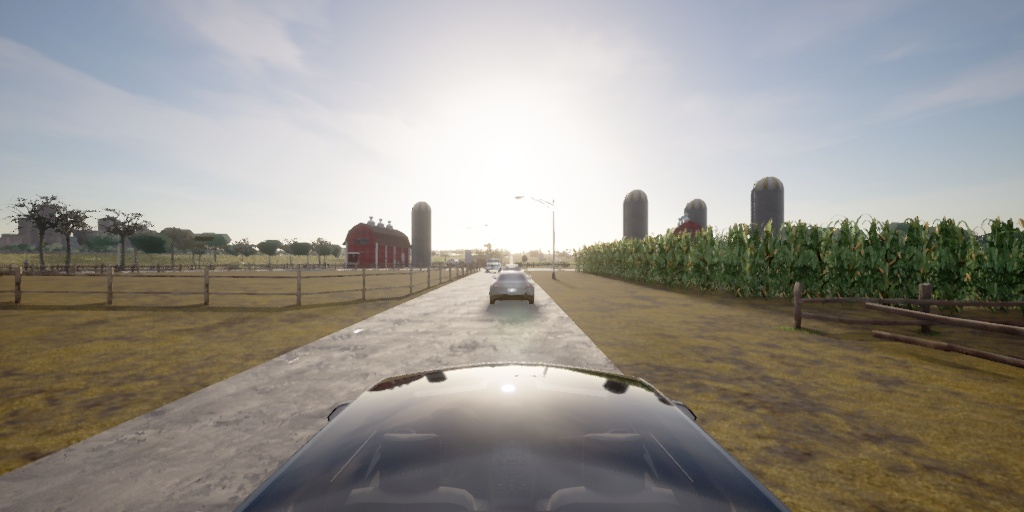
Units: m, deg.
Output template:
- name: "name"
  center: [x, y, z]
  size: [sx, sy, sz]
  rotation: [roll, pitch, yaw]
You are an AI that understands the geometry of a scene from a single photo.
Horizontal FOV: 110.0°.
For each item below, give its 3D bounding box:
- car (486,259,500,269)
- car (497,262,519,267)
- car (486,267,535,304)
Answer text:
- name: "car"
  center: [-2.750, 1.414, 54.481]
  size: [2.150, 2.045, 5.566]
  rotation: [0, -1, 0]
- name: "car"
  center: [0.000, 1.437, 31.504]
  size: [1.994, 1.385, 4.181]
  rotation: [0, 0, 0]
- name: "car"
  center: [0.000, 1.361, 16.503]
  size: [1.994, 1.385, 4.181]
  rotation: [0, 0, 0]
